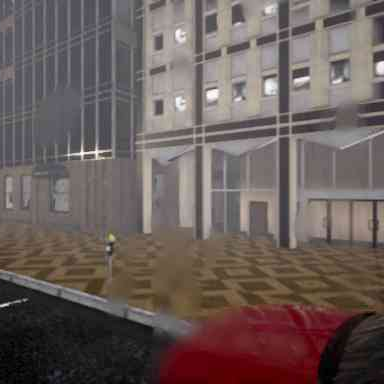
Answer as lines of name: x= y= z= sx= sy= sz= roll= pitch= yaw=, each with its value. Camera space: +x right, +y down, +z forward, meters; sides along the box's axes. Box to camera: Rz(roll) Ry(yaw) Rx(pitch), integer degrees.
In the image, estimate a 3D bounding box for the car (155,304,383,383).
car: x=1.998 y=1.318 z=1.455 sx=5.009 sy=1.841 sz=2.192 roll=0 pitch=0 yaw=35
